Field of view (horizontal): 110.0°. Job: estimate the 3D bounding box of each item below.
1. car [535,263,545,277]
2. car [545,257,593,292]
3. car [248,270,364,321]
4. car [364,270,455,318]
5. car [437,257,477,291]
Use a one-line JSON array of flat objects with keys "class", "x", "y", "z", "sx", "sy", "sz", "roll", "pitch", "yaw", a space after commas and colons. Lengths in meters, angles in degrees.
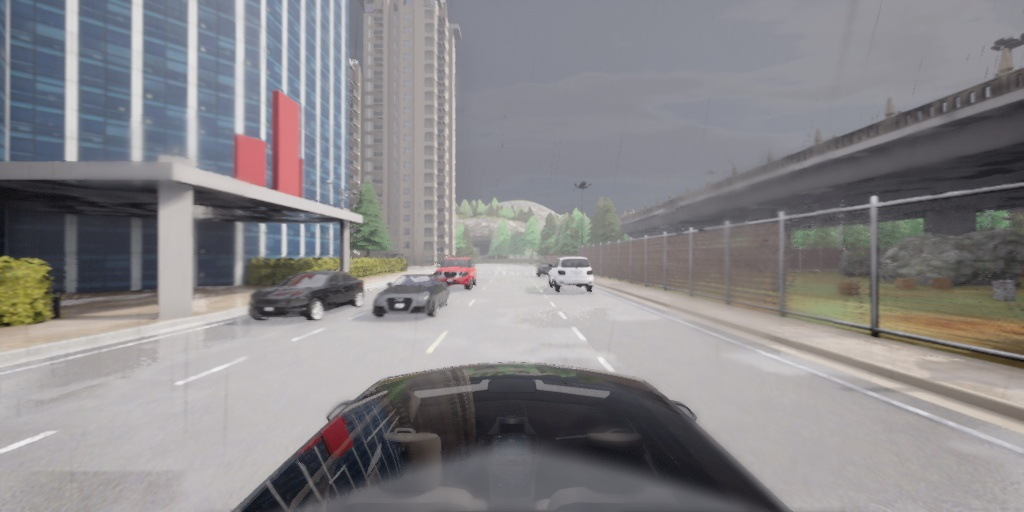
[{"class": "car", "x": 3.523, "y": 1.434, "z": 38.233, "sx": 1.812, "sy": 1.442, "sz": 4.674, "roll": 0, "pitch": 0, "yaw": 0}, {"class": "car", "x": 3.538, "y": 1.063, "z": 22.303, "sx": 2.150, "sy": 2.045, "sz": 5.566, "roll": 0, "pitch": 0, "yaw": 0}, {"class": "car", "x": -7.020, "y": 1.280, "z": 12.866, "sx": 1.882, "sy": 1.535, "sz": 5.008, "roll": 0, "pitch": -1, "yaw": 0}, {"class": "car", "x": -3.517, "y": 1.367, "z": 13.188, "sx": 1.994, "sy": 1.385, "sz": 4.181, "roll": 0, "pitch": 0, "yaw": 0}, {"class": "car", "x": -3.542, "y": 1.072, "z": 23.393, "sx": 2.150, "sy": 2.045, "sz": 5.566, "roll": 0, "pitch": -1, "yaw": 0}]
